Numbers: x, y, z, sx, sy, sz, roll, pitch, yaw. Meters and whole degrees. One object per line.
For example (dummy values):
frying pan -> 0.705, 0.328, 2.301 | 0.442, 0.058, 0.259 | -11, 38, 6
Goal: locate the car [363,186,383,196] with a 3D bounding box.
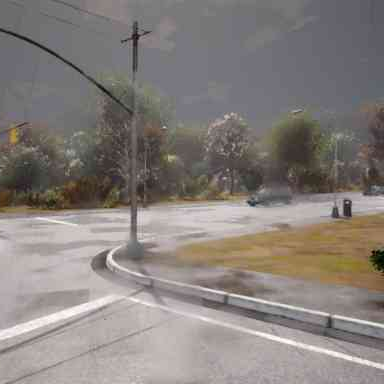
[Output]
car -> 25.083, -0.143, 44.827 | 4.181, 1.385, 1.994 | -3, 2, -25

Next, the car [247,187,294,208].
car -> 8.374, 0.515, 35.323 | 5.566, 2.045, 2.150 | -3, 2, -34
